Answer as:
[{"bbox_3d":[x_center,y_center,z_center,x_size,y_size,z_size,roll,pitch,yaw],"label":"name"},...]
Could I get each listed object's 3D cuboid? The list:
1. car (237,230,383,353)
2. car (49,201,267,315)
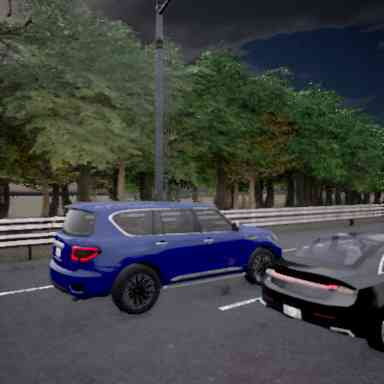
[{"bbox_3d":[3.413,1.507,6.182,4.902,1.511,2.128,0,0,-36],"label":"car"},{"bbox_3d":[-0.329,1.232,7.810,5.566,2.045,2.150,0,0,-36],"label":"car"}]
